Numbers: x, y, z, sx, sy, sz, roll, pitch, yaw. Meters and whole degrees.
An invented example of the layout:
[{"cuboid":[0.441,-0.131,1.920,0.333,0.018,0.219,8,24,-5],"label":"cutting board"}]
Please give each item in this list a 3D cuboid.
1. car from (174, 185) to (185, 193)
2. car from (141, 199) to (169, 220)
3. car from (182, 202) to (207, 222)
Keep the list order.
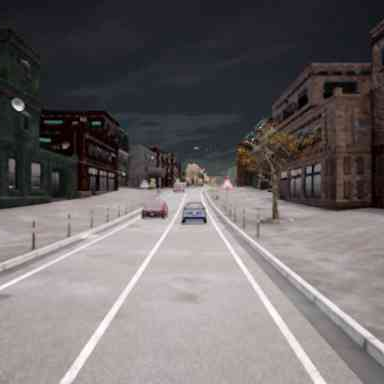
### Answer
[{"cuboid":[-2.683,-0.734,69.557,2.097,1.767,4.553,0,3,1],"label":"car"},{"cuboid":[-3.007,1.371,27.654,1.882,1.535,5.008,0,1,0],"label":"car"},{"cuboid":[0.188,1.478,25.605,2.033,1.411,5.357,0,1,0],"label":"car"}]
